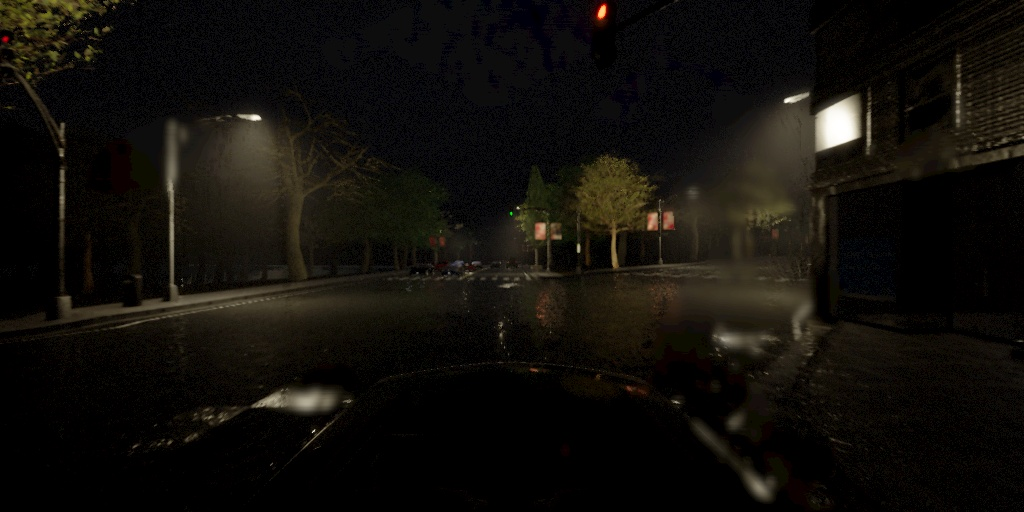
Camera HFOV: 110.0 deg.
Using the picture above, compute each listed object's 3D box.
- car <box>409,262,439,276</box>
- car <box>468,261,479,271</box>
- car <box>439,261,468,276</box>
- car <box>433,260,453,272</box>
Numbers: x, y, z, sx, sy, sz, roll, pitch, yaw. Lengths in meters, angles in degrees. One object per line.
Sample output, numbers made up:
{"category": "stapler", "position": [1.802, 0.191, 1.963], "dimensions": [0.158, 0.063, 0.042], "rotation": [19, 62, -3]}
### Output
{"category": "car", "position": [-9.800, 1.470, 39.375], "dimensions": [1.895, 1.301, 4.718], "rotation": [0, 0, 1]}
{"category": "car", "position": [-6.521, 1.556, 53.674], "dimensions": [1.994, 1.385, 4.181], "rotation": [0, -1, 1]}
{"category": "car", "position": [-6.545, 1.422, 40.117], "dimensions": [2.033, 1.411, 5.357], "rotation": [0, 0, 1]}
{"category": "car", "position": [-9.794, 1.446, 51.189], "dimensions": [1.882, 1.535, 5.008], "rotation": [0, 0, 0]}
